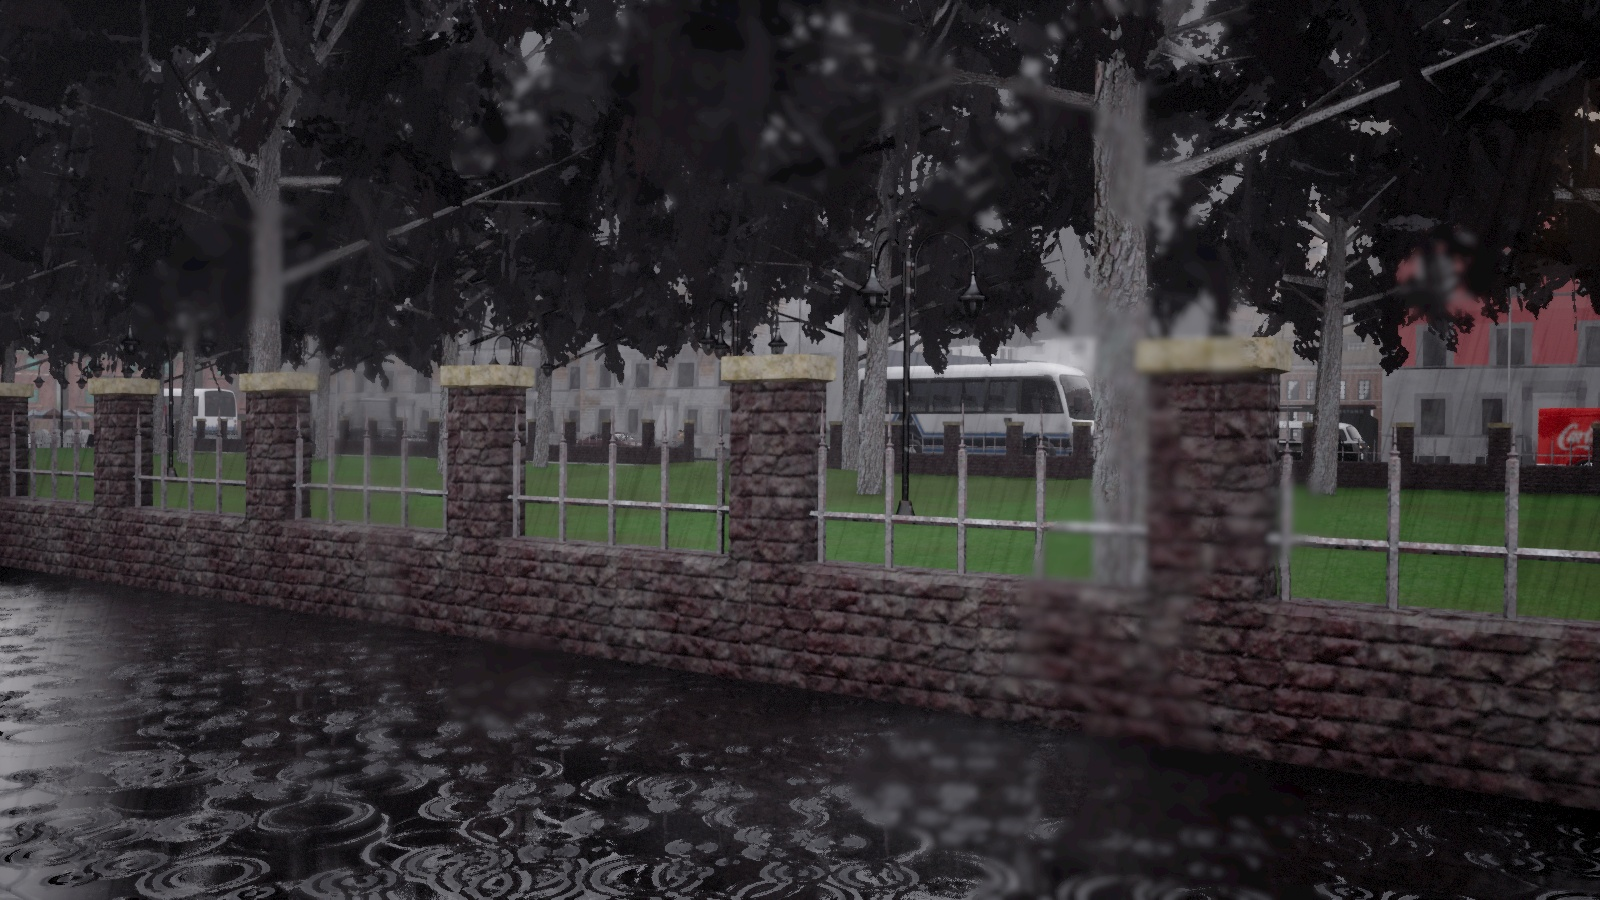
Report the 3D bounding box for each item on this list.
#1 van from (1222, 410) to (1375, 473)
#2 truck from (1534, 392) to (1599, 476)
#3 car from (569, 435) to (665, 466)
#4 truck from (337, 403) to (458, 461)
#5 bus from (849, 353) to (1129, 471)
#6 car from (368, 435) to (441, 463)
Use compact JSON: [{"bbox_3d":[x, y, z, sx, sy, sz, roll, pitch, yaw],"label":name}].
[{"bbox_3d":[16.983,-0.284,42.855,4.480,2.038,2.069,0,1,35],"label":"van"},{"bbox_3d":[24.907,-0.489,37.226,5.204,2.467,2.627,0,1,36],"label":"truck"},{"bbox_3d":[-8.956,0.001,61.315,4.674,1.442,1.812,0,1,36],"label":"car"},{"bbox_3d":[-24.878,-1.083,77.500,7.936,3.462,2.891,0,1,35],"label":"truck"},{"bbox_3d":[7.328,-1.390,49.699,10.273,4.253,3.944,0,1,35],"label":"bus"},{"bbox_3d":[-22.305,-0.068,70.789,3.806,1.475,1.970,0,1,35],"label":"car"}]
